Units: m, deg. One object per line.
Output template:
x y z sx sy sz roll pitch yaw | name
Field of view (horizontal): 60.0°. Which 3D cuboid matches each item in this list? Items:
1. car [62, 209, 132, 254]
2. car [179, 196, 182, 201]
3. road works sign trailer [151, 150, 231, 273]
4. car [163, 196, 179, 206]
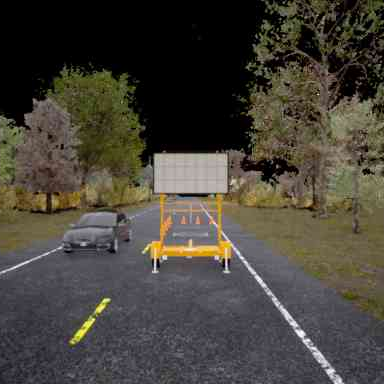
-3.654 1.512 13.592 1.837 1.490 4.892 0 0 0 | car
-3.863 1.781 90.654 1.994 1.385 4.181 0 0 0 | car
-0.036 0.469 10.672 2.380 3.560 2.880 0 0 0 | road works sign trailer
-3.810 1.652 56.544 1.994 1.385 4.181 0 0 0 | car
